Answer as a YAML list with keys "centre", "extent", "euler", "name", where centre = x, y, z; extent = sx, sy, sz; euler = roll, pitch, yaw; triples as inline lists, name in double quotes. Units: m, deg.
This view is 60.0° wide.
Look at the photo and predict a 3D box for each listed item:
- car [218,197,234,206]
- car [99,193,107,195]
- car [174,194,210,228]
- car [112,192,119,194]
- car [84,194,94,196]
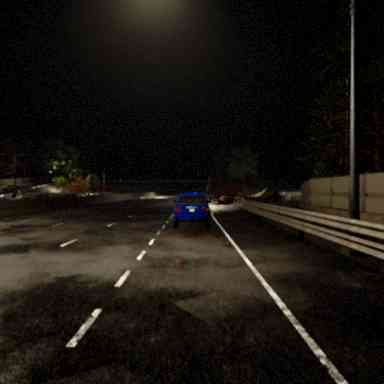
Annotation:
- centre: [5.879, 1.549, 57.210]
  extent: [2.128, 1.511, 4.902]
  euler: [0, -1, 21]
  name: "car"
- centre: [-24.482, 1.056, 91.170]
  extent: [2.128, 1.511, 4.902]
  euler: [0, 0, 0]
  name: "car"
- centre: [0.008, 1.107, 21.329]
  extent: [2.150, 2.045, 5.566]
  euler: [0, 0, 0]
  name: "car"
- centre: [-20.982, 1.071, 91.170]
  extent: [2.033, 1.411, 5.357]
  euler: [0, 0, 0]
  name: "car"
- centre: [-27.982, 1.126, 91.141]
  extent: [1.895, 1.301, 4.718]
  euler: [0, 0, 0]
  name: "car"
